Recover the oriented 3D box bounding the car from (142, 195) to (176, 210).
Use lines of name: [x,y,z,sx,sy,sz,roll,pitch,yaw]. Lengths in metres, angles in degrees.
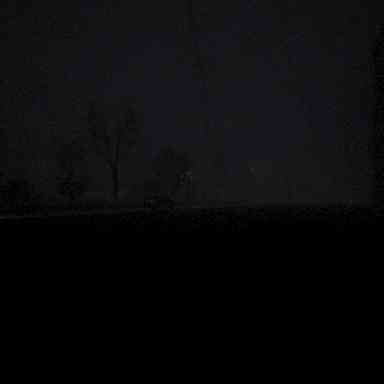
car: [-4.693,1.427,47.650,2.150,2.045,5.566,1,0,36]
